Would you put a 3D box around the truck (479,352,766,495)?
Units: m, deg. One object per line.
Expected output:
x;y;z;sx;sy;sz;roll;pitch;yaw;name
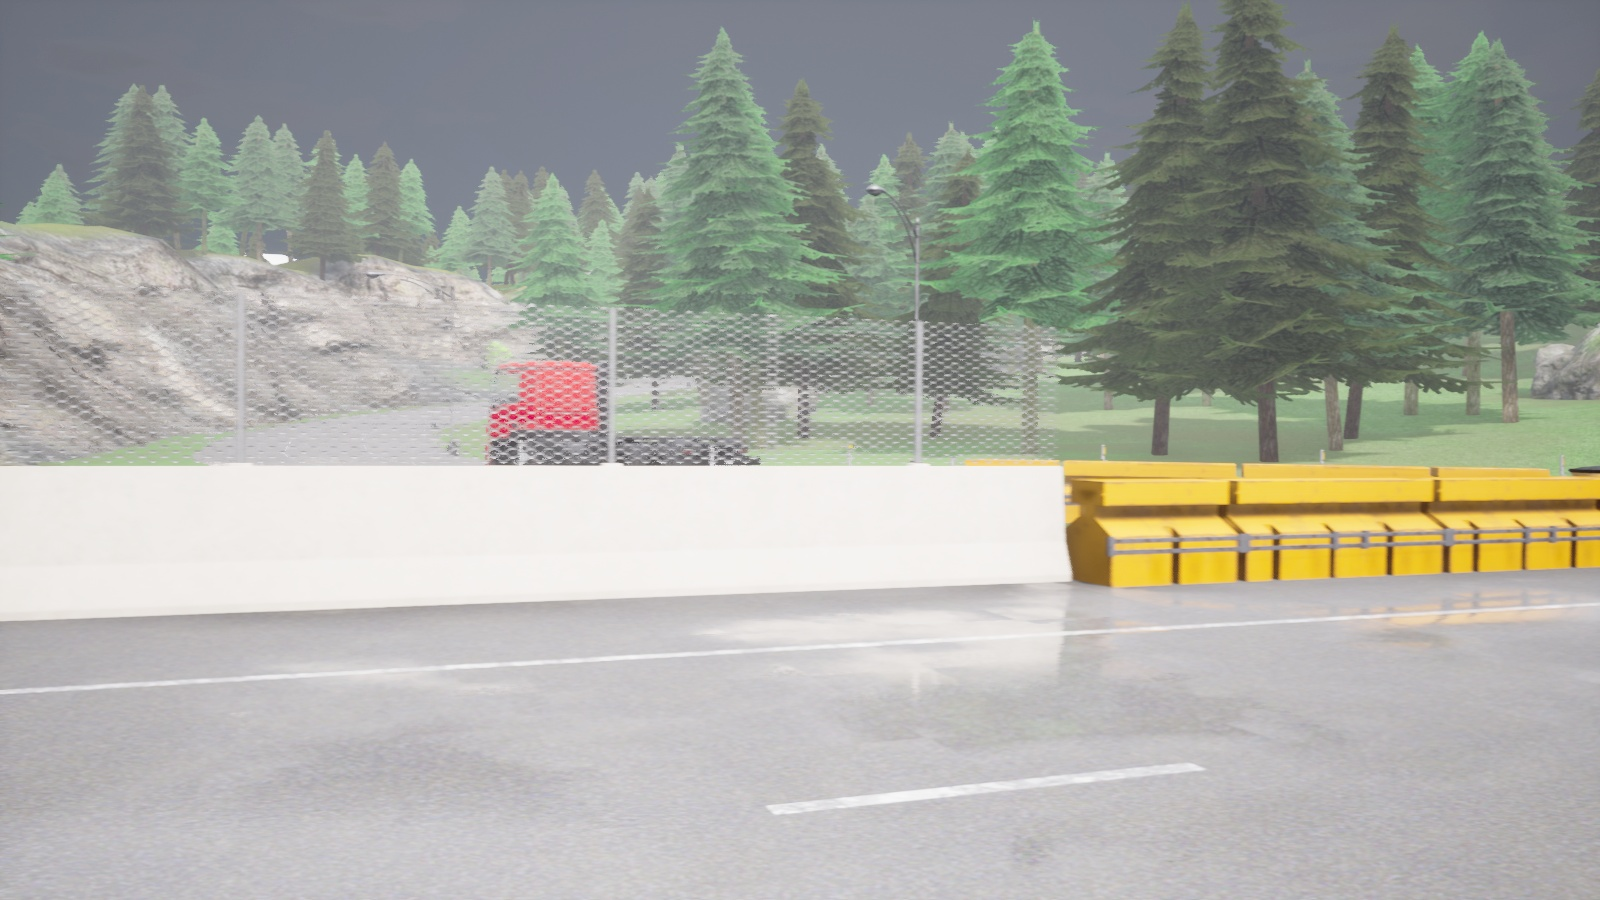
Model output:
-4.937;-0.682;33.910;7.936;3.462;2.891;0;1;37;truck
